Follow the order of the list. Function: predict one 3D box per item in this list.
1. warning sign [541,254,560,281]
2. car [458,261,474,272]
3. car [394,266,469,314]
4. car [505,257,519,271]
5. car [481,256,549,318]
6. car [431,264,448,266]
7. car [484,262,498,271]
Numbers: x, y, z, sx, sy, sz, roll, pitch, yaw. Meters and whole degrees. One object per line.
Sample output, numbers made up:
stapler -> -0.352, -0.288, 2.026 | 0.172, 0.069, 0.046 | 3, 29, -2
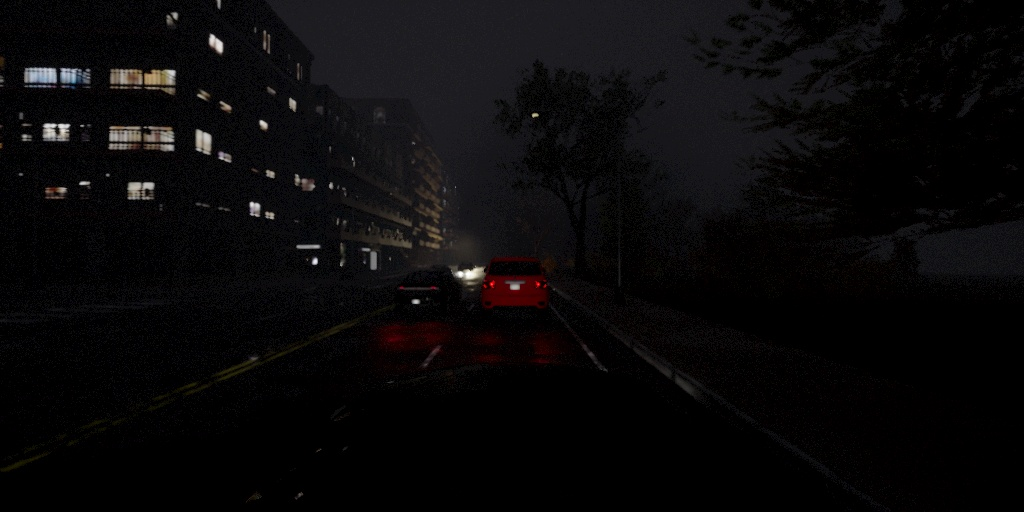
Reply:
warning sign -> 2.834, 0.998, 27.712 | 1.300, 1.860, 1.060 | 0, 0, 0
car -> -6.600, 1.500, 51.617 | 2.128, 1.511, 4.902 | 0, 0, 0
car -> -3.160, 1.305, 14.221 | 2.128, 1.511, 4.902 | 0, 0, 0
car -> -0.034, 1.257, 56.980 | 2.150, 2.045, 5.566 | 0, 0, 0
car -> 0.091, 1.030, 13.326 | 2.150, 2.045, 5.566 | 0, 0, 0
car -> -6.617, 1.454, 32.577 | 2.033, 1.411, 5.357 | 0, 0, 0
car -> -3.285, 1.602, 57.362 | 1.994, 1.385, 4.181 | 0, 0, 0
